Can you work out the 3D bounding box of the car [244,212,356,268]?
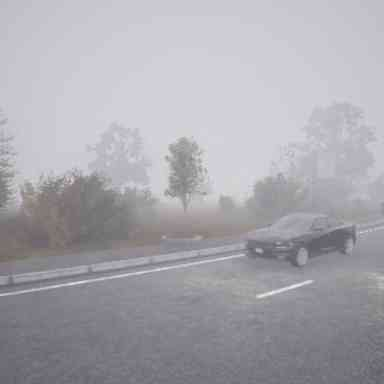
[{"bbox_3d":[3.936,1.504,11.705,5.008,1.535,1.882,0,0,-40],"label":"car"}]
